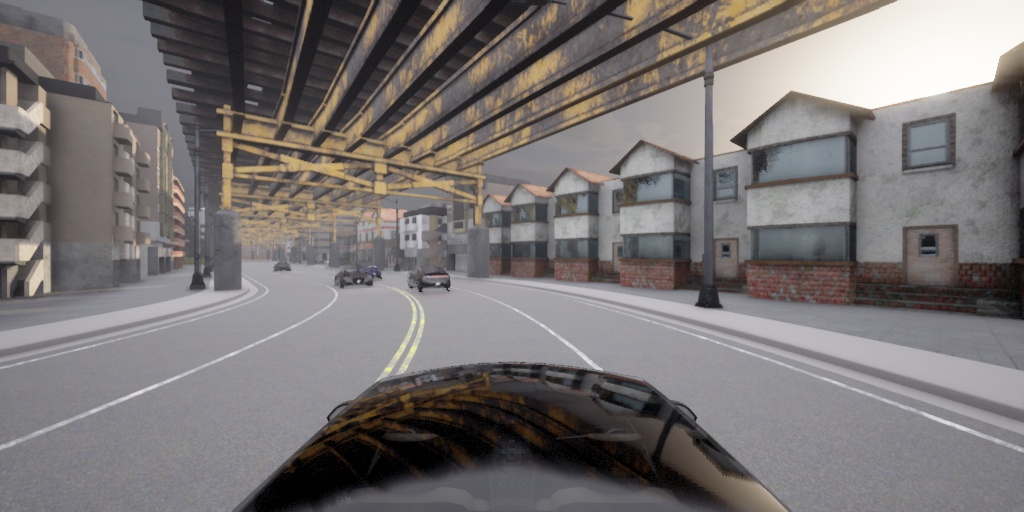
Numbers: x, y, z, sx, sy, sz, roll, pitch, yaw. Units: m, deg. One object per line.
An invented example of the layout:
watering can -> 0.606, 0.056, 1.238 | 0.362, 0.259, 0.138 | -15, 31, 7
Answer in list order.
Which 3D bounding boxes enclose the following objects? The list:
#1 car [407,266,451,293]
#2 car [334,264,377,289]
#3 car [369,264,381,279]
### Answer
car -> -5.220, 1.381, 22.229 | 2.128, 1.511, 4.902 | 0, -1, -26
car -> -11.230, 1.508, 25.317 | 1.994, 1.385, 4.181 | 0, -1, -34
car -> -14.433, 1.555, 35.598 | 1.812, 1.442, 4.674 | 0, -1, -38
